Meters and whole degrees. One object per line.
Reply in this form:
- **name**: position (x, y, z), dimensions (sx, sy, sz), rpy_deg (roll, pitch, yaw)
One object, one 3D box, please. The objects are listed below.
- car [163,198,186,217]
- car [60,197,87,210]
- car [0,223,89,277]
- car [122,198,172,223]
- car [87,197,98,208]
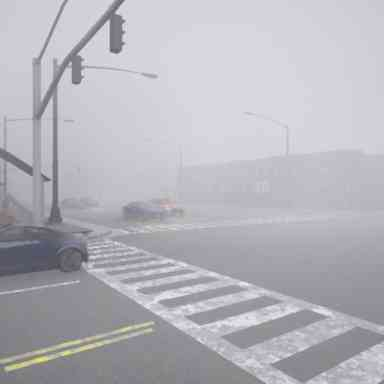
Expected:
- **car**: position (-2.496, 1.351, 30.363), dimensions (2.097, 1.767, 4.553), rpy_deg (0, 0, -36)
- **car**: position (-15.323, 1.503, 42.305), dimensions (1.837, 1.490, 4.892), rpy_deg (0, 0, -35)
- **car**: position (-5.018, 1.564, 9.084), dimensions (4.181, 1.385, 1.994), rpy_deg (0, 0, -37)
- **car**: position (-3.847, 1.477, 26.153), dimensions (1.882, 1.535, 5.008), rpy_deg (0, 0, -34)
- **car**: position (-15.138, 1.492, 48.101), dimensions (2.128, 1.511, 4.902), rpy_deg (0, 0, -35)
